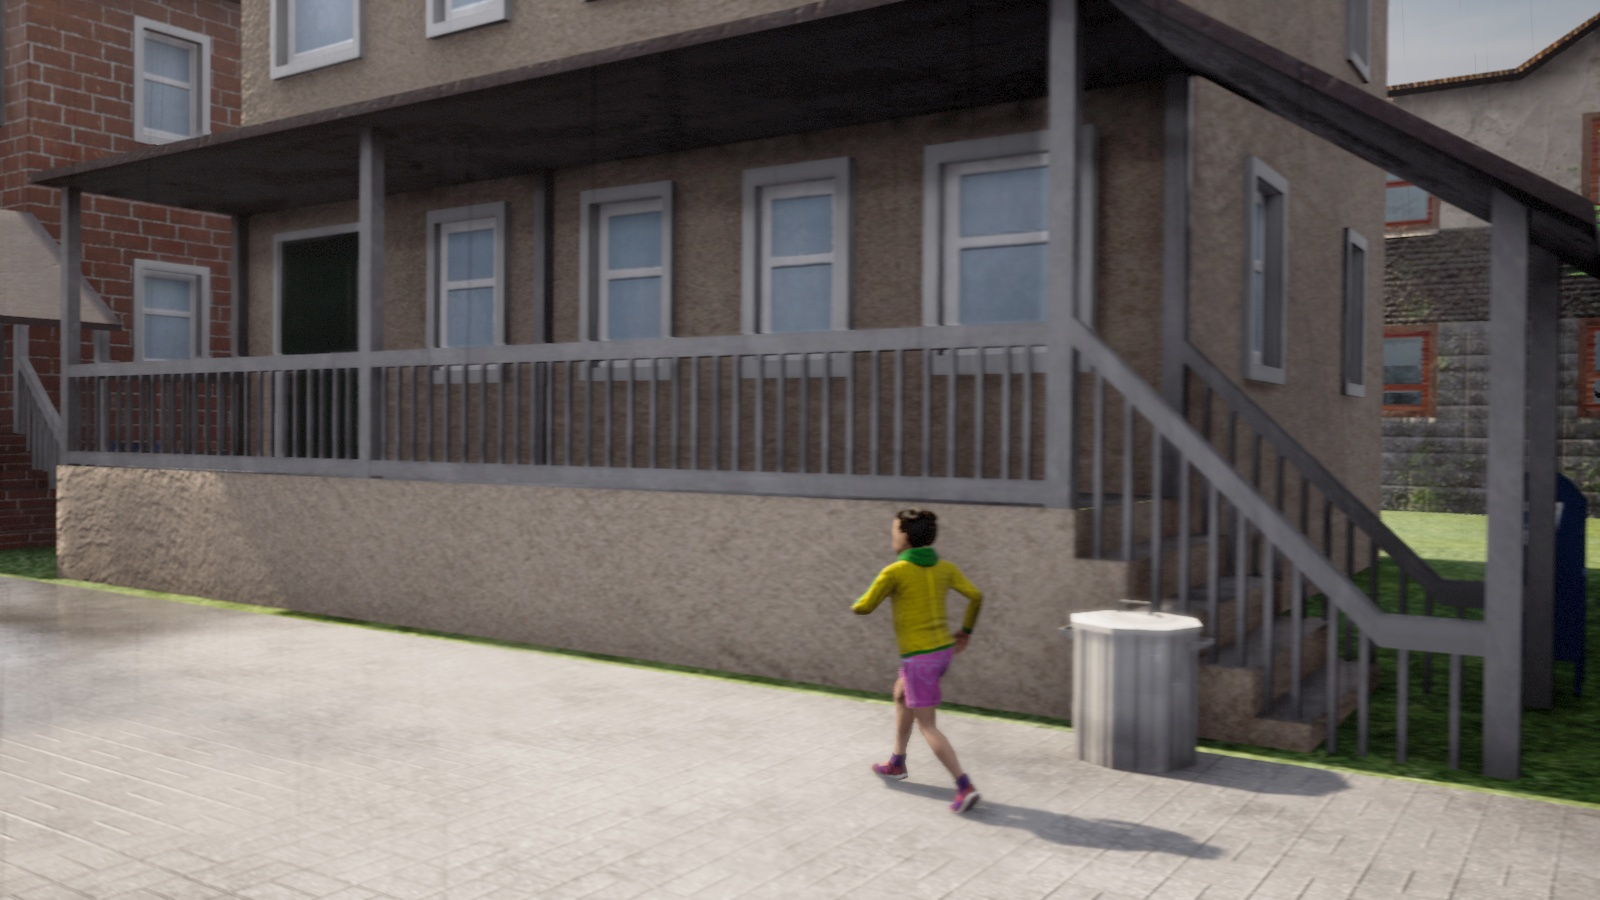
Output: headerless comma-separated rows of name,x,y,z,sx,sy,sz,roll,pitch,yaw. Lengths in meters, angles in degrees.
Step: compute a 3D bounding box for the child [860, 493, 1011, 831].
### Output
child,0.499,0.753,4.675,0.299,1.160,0.473,-1,1,-41
